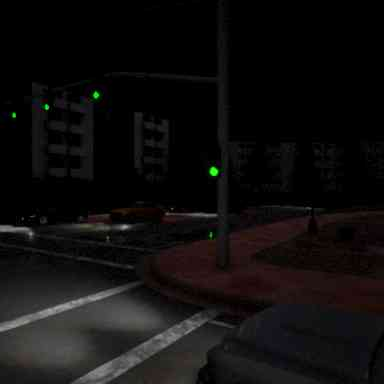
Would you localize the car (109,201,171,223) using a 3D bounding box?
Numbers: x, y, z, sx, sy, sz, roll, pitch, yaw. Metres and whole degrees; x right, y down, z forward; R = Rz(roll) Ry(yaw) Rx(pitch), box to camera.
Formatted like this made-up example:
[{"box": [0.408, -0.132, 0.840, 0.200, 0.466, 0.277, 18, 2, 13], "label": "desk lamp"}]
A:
[{"box": [-4.078, 1.468, 25.547, 1.882, 1.535, 5.008, 0, 0, 34], "label": "car"}]

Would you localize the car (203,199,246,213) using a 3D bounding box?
[{"box": [3.793, 1.468, 35.976, 1.882, 1.535, 5.008, 0, 0, 45], "label": "car"}]

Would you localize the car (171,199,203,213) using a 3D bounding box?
[{"box": [-0.454, 1.479, 36.445, 2.128, 1.511, 4.902, 0, 0, 41], "label": "car"}]

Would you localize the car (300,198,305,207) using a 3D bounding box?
[{"box": [19.124, 1.213, 50.452, 5.566, 2.045, 2.150, 0, 0, -21], "label": "car"}]

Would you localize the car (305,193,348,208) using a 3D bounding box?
[{"box": [19.214, 1.220, 46.678, 5.566, 2.045, 2.150, 0, 0, -23], "label": "car"}]

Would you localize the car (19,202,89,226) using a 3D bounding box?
[{"box": [-9.620, 1.492, 23.569, 1.837, 1.490, 4.892, 0, 0, 35], "label": "car"}]

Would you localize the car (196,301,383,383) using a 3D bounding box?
[{"box": [2.360, 1.601, 2.350, 4.718, 1.301, 1.895, 0, 0, 37], "label": "car"}]
